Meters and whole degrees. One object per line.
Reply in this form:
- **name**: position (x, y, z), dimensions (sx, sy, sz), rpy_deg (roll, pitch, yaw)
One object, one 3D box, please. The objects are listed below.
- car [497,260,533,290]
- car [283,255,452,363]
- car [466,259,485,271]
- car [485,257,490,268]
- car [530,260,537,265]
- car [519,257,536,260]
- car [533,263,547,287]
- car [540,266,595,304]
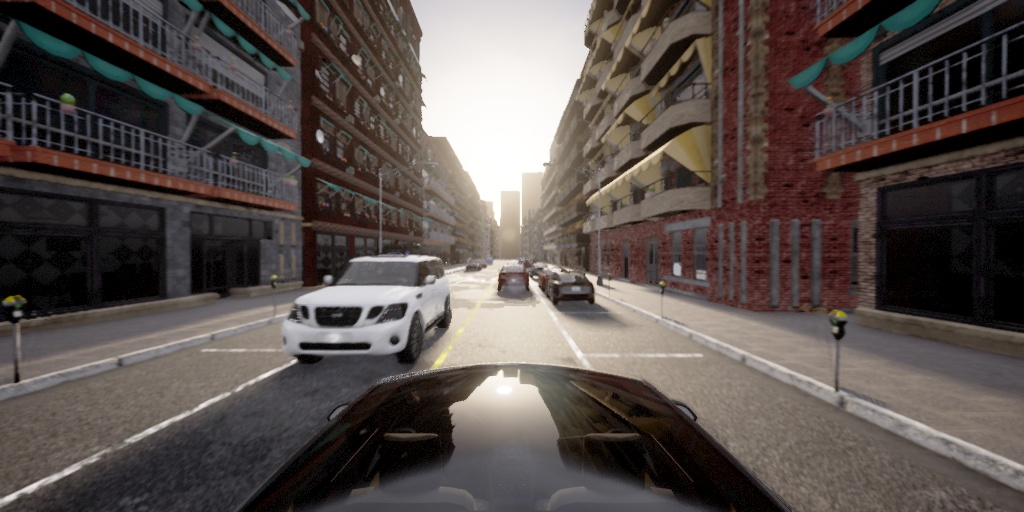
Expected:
- **car**: position (0.095, 1.250, 22.913), dimensions (1.882, 1.535, 5.008), rpy_deg (0, 0, 0)
- **car**: position (-2.850, 0.980, 8.529), dimensions (2.150, 2.045, 5.566), rpy_deg (0, 0, 0)
- **car**: position (-5.323, 1.247, 50.399), dimensions (1.967, 1.591, 4.097), rpy_deg (0, 0, 0)
- **car**: position (-5.324, 1.264, 61.702), dimensions (1.967, 1.591, 4.097), rpy_deg (0, 0, 0)
- **car**: position (2.527, 1.335, 33.174), dimensions (2.007, 1.370, 4.403), rpy_deg (0, 0, 0)
- **car**: position (2.547, 1.121, 50.166), dimensions (2.192, 1.841, 5.009), rpy_deg (0, 0, 0)
- **car**: position (2.529, 1.316, 21.845), dimensions (1.888, 1.381, 4.507), rpy_deg (0, 0, 0)
- **car**: position (2.530, 1.330, 16.180), dimensions (1.948, 1.339, 4.313), rpy_deg (0, 0, 0)
